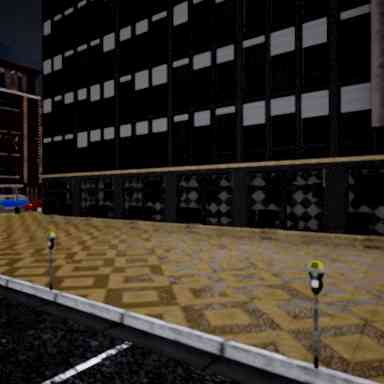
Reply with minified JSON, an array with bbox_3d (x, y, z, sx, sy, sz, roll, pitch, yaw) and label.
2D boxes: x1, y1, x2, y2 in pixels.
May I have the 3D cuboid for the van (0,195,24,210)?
[{"bbox_3d":[-22.763,1.294,41.534,1.690,1.788,3.998,1,1,35],"label":"van"}]

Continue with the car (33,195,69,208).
[{"bbox_3d":[-19.530,1.323,46.176,1.967,1.590,4.097,1,1,35],"label":"car"}]

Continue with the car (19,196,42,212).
[{"bbox_3d":[-16.283,1.467,37.053,1.887,1.381,4.507,1,1,35],"label":"car"}]
